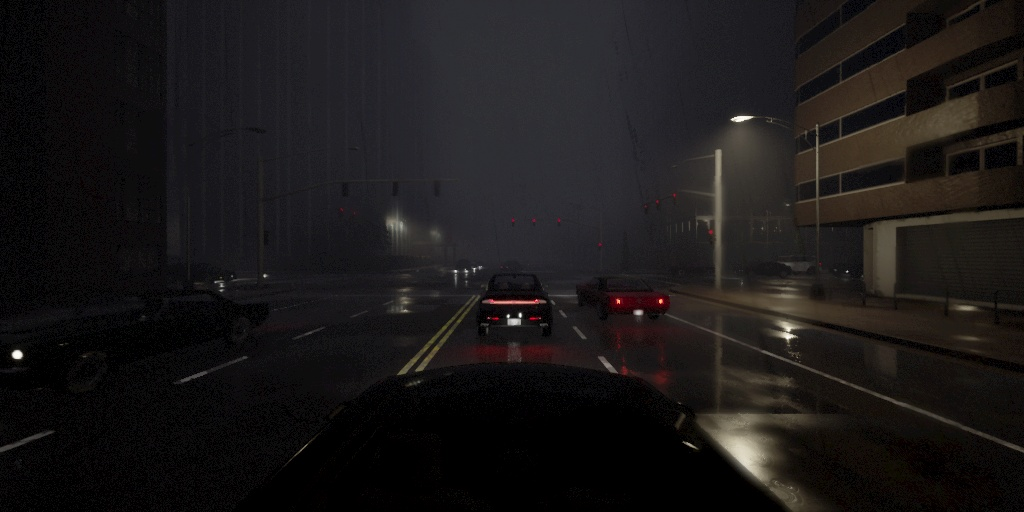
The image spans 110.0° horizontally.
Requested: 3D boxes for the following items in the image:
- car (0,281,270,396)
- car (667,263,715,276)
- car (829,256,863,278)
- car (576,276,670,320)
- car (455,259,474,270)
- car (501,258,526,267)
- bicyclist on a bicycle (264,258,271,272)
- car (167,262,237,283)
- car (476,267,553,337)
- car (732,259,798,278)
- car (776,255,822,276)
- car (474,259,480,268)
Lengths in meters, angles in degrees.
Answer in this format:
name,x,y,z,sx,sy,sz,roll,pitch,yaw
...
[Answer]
name,x,y,z,sx,sy,sz,roll,pitch,yaw
car,-7.038,1.349,6.751,1.895,1.301,4.718,0,0,1
car,18.526,1.342,36.745,4.718,1.301,1.895,0,0,1
car,32.656,0.964,33.073,5.566,2.045,2.150,0,0,1
car,3.584,1.348,12.617,1.895,1.301,4.718,0,0,-2
car,-7.077,1.242,52.165,1.837,1.490,4.892,0,0,0
car,-0.039,1.287,42.230,2.033,1.411,5.357,0,0,11
bicyclist on a bicycle,-28.763,1.040,41.994,0.582,1.620,1.656,0,0,1
car,-23.060,1.248,26.452,4.892,1.490,1.837,0,0,1
car,0.069,1.239,10.324,2.128,1.511,4.902,0,0,0
car,23.082,1.247,33.175,4.892,1.490,1.837,0,0,1
car,28.267,0.963,36.622,5.566,2.045,2.150,0,0,1
car,-7.054,1.260,62.249,1.812,1.442,4.674,0,0,0
